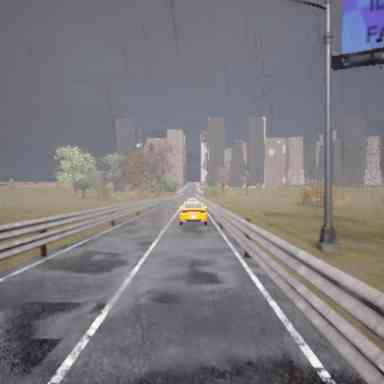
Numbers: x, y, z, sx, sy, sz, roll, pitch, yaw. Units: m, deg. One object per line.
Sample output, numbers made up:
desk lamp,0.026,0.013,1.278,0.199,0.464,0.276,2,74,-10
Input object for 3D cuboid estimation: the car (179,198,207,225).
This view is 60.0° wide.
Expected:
car,0.099,1.469,24.336,1.882,1.535,5.008,0,0,0

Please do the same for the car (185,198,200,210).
car,0.083,1.511,42.513,1.812,1.442,4.674,0,0,0
